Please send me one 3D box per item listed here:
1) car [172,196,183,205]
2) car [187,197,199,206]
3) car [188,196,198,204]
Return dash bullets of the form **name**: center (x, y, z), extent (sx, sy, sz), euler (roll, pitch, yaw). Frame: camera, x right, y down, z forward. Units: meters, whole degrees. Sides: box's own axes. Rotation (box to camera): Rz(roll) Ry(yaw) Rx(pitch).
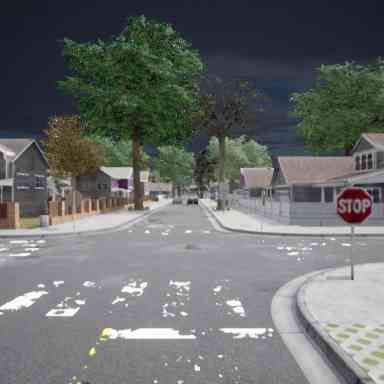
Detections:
- **car**: center (-2.629, 1.535, 61.078), extent (1.837, 1.490, 4.892), euler (0, 0, 0)
- **car**: center (0.113, 1.504, 56.902), extent (1.882, 1.535, 5.008), euler (0, 0, 0)
- **car**: center (0.134, 1.598, 67.321), extent (1.994, 1.385, 4.181), euler (0, 0, 0)
